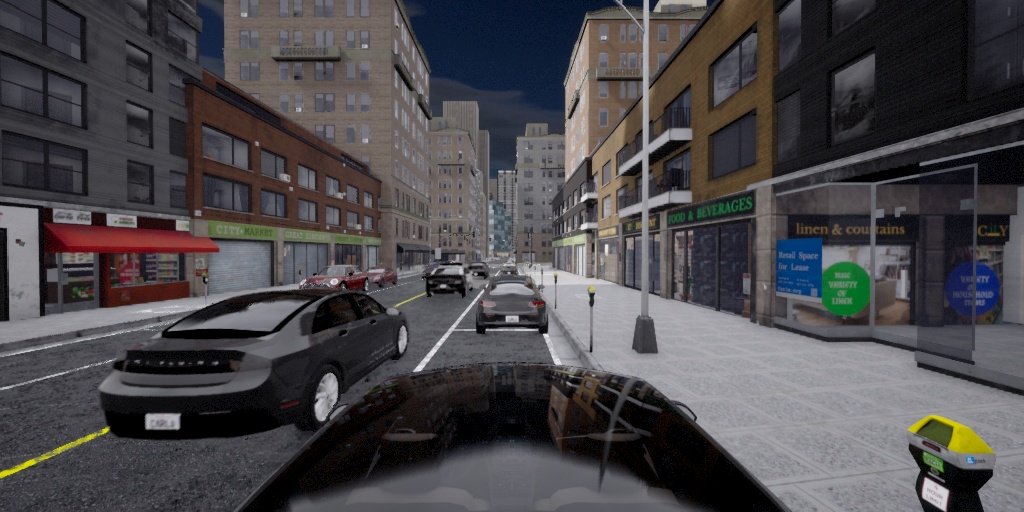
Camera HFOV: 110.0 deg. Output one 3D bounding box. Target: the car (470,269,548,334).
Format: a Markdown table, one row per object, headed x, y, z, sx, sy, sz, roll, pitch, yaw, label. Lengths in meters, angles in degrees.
| x | y | z | sx | sy | sz | roll | pitch | yaw | label |
| --- | --- | --- | --- | --- | --- | --- | --- | --- | --- |
| 0.003 | 1.273 | 10.502 | 1.812 | 1.442 | 4.674 | 0 | 0 | 0 | car |

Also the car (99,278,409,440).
| x | y | z | sx | sy | sz | roll | pitch | yaw | label |
| --- | --- | --- | --- | --- | --- | --- | --- | --- | --- |
| -3.049 | 1.250 | 5.560 | 1.837 | 1.490 | 4.892 | 0 | -1 | 0 | car |

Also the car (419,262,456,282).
| x | y | z | sx | sy | sz | roll | pitch | yaw | label |
| --- | --- | --- | --- | --- | --- | --- | --- | --- | --- |
| -6.241 | 1.287 | 30.543 | 2.033 | 1.411 | 5.357 | 0 | 0 | 0 | car |

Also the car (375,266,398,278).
| x | y | z | sx | sy | sz | roll | pitch | yaw | label |
| --- | --- | --- | --- | --- | --- | --- | --- | --- | --- |
| -8.814 | 1.325 | 23.617 | 1.802 | 1.307 | 4.207 | 0 | 0 | 0 | car |

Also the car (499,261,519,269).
| x | y | z | sx | sy | sz | roll | pitch | yaw | label |
| --- | --- | --- | --- | --- | --- | --- | --- | --- | --- |
| -0.273 | 1.287 | 34.789 | 2.007 | 1.370 | 4.403 | 0 | 0 | 0 | car |

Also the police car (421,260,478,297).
| x | y | z | sx | sy | sz | roll | pitch | yaw | label |
| --- | --- | --- | --- | --- | --- | --- | --- | --- | --- |
| -3.147 | 1.170 | 18.970 | 1.930 | 1.638 | 5.238 | 0 | 0 | 0 | police car |

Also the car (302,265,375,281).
| x | y | z | sx | sy | sz | roll | pitch | yaw | label |
| --- | --- | --- | --- | --- | --- | --- | --- | --- | --- |
| -8.814 | 1.185 | 18.031 | 1.967 | 1.591 | 4.097 | 0 | 0 | 0 | car |

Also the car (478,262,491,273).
| x | y | z | sx | sy | sz | roll | pitch | yaw | label |
| --- | --- | --- | --- | --- | --- | --- | --- | --- | --- |
| -3.053 | 1.245 | 32.676 | 1.837 | 1.490 | 4.892 | 0 | 1 | 0 | car |
